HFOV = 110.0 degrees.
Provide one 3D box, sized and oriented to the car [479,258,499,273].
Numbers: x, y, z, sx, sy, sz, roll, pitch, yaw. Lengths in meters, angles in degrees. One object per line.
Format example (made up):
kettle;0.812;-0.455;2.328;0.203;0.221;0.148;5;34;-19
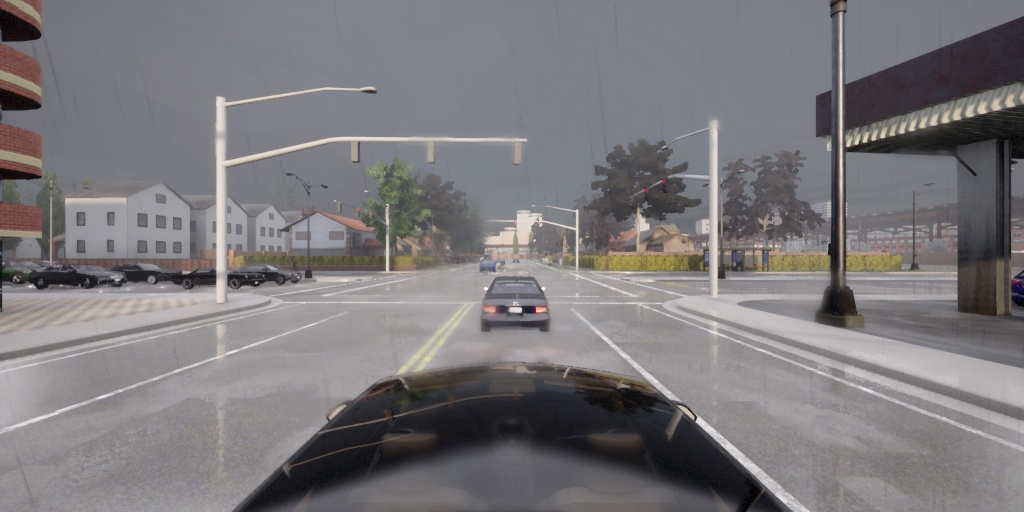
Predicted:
car;-2.913;1.227;43.830;1.882;1.535;5.008;0;0;1

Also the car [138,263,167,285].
car;-26.769;1.228;25.982;5.008;1.535;1.882;0;0;1

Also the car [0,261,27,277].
car;-50.280;1.255;34.493;4.892;1.490;1.837;0;0;2

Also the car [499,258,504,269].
car;-2.782;1.351;57.830;1.895;1.301;4.718;0;0;1

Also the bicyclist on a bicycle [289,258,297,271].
bicyclist on a bicycle;-26.522;1.051;43.463;0.582;1.620;1.656;0;0;1

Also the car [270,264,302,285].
car;-17.707;1.276;25.858;4.674;1.442;1.812;0;0;1

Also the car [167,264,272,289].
car;-18.092;1.351;22.331;4.718;1.301;1.895;0;0;1

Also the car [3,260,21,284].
car;-36.054;1.102;26.133;4.553;1.767;2.097;0;0;1

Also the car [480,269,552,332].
car;0.087;1.297;10.812;2.033;1.411;5.357;0;0;0

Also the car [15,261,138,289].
car;-27.124;1.242;22.489;4.902;1.511;2.128;0;0;1
